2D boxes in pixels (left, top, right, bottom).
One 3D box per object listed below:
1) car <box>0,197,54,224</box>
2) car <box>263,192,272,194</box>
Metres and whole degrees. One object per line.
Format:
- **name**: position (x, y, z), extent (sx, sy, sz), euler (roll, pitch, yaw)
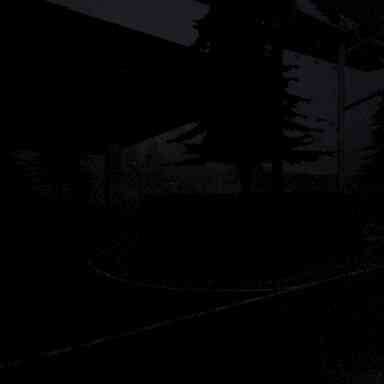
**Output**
- **car**: position (-11.959, 1.313, 23.487), extent (3.866, 1.878, 1.905), euler (0, 0, -36)
- **car**: position (6.243, 1.048, 28.694), extent (2.150, 2.045, 5.566), euler (0, 1, -34)
